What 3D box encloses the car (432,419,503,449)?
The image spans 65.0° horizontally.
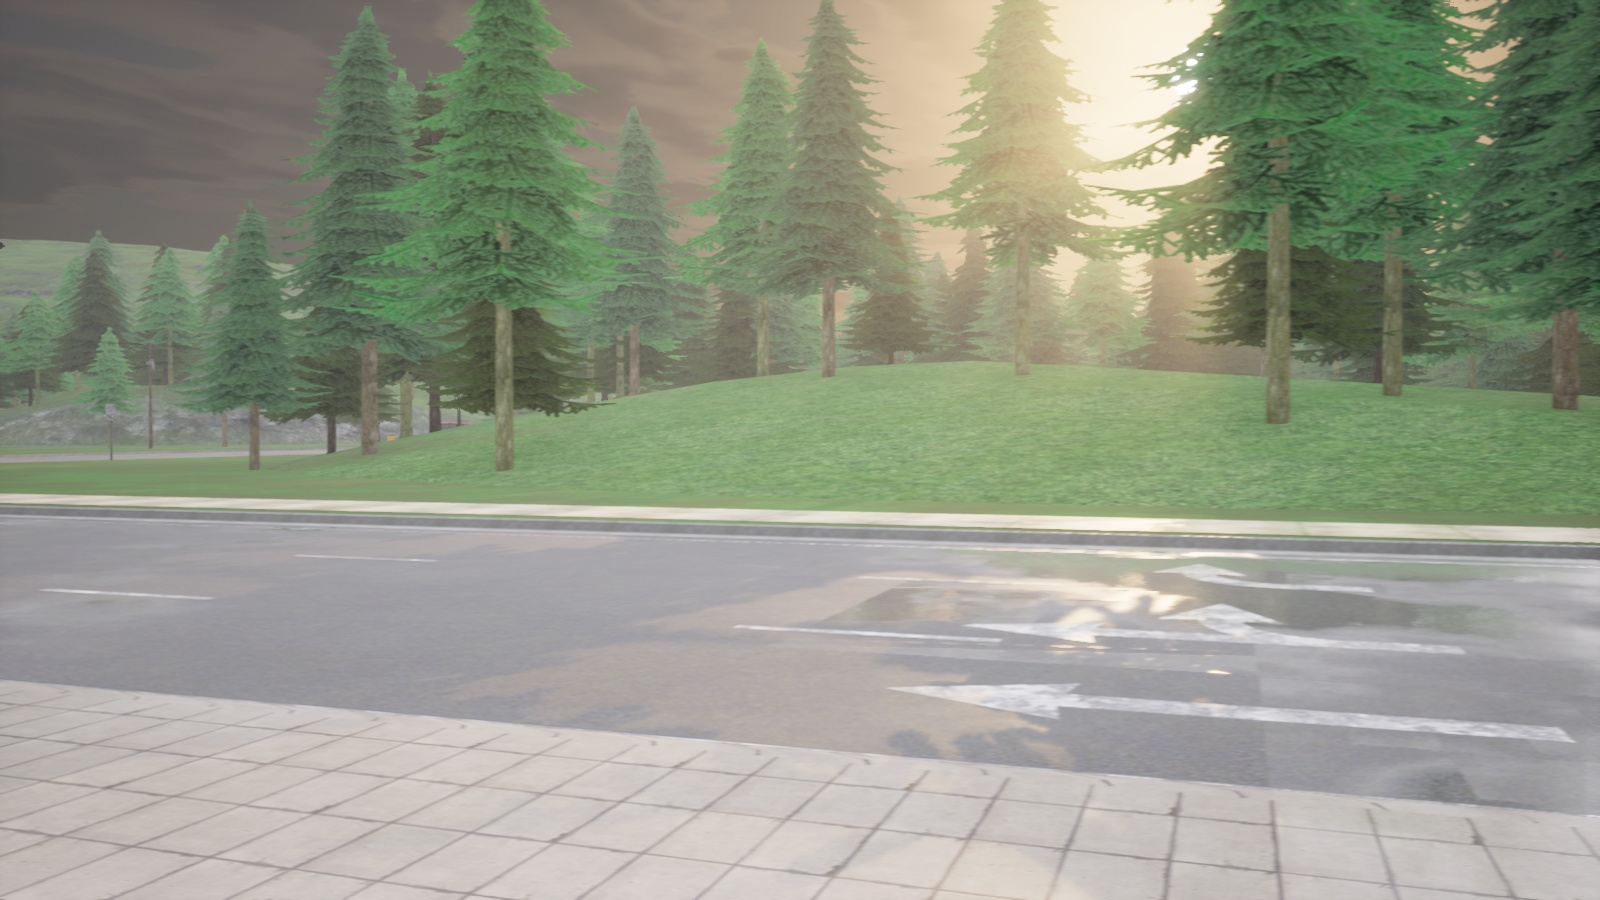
[{"bbox_3d":[-23.831,-1.155,90.222,2.150,2.045,5.566,1,1,19],"label":"car"}]
